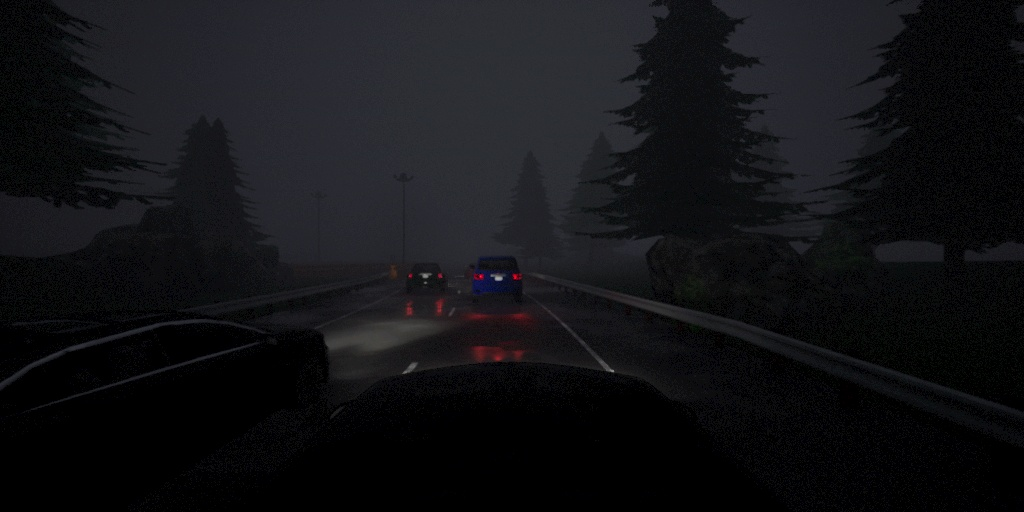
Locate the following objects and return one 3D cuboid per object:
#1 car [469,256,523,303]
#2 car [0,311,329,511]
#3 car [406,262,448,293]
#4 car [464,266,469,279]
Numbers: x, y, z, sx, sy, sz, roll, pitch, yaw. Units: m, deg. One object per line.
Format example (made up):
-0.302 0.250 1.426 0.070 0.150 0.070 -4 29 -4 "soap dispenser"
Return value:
-0.819 0.995 17.121 2.150 2.045 5.566 0 0 -6 "car"
-3.555 1.245 3.237 2.128 1.511 4.902 0 0 0 "car"
-4.951 1.131 21.397 2.097 1.767 4.553 0 0 -8 "car"
-3.335 1.359 33.137 1.994 1.385 4.181 0 0 -10 "car"
